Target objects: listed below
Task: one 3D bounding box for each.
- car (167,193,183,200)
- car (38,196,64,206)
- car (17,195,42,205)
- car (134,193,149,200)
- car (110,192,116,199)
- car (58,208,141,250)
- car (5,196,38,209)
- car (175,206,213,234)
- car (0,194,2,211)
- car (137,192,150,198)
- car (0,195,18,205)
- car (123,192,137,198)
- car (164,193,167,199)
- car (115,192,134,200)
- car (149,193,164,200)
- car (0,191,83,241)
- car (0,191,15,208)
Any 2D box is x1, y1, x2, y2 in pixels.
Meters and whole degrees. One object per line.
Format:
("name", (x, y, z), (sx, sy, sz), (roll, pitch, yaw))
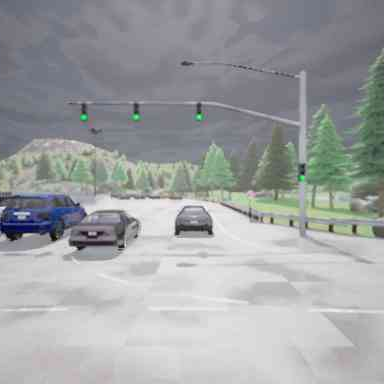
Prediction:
("car", (-3.454, 1.080, 71.741), (1.994, 1.385, 4.181), (0, 0, -18))
("car", (-21.070, 1.272, 49.858), (1.895, 1.301, 4.718), (0, 0, 0))
("car", (-24.588, 1.231, 50.436), (1.994, 1.385, 4.181), (0, 0, -3))
("car", (-11.751, 1.027, 74.878), (1.812, 1.442, 4.674), (0, 0, -22))
("car", (-18.890, 0.813, 82.857), (2.128, 1.511, 4.902), (0, 0, -30))
("car", (-3.403, 1.451, 13.865), (2.033, 1.411, 5.357), (0, 0, 0))
("car", (-21.011, 1.291, 41.230), (1.994, 1.385, 4.181), (0, 0, 0))
("car", (0.095, 1.437, 18.288), (1.994, 1.385, 4.181), (0, 0, 0))
("car", (-21.008, 1.134, 32.668), (2.097, 1.767, 4.553), (0, 0, 0))
("car", (-12.594, 0.818, 85.917), (1.994, 1.385, 4.181), (0, 0, -30))
("car", (-28.067, 1.235, 49.909), (1.994, 1.385, 4.181), (0, 0, -3))
("car", (-15.742, 0.816, 84.387), (2.033, 1.411, 5.357), (0, 0, -30))
("car", (-6.651, 0.943, 81.276), (1.882, 1.535, 5.008), (0, 0, -26))
("car", (-14.929, 1.037, 73.379), (2.128, 1.511, 4.902), (0, 0, -22))
("car", (-8.651, 1.083, 76.562), (1.895, 1.301, 4.718), (0, 0, -22))
("car", (-6.903, 1.109, 16.186), (2.150, 2.045, 5.566), (0, 0, 0))
("car", (-24.511, 0.948, 41.282), (2.150, 2.045, 5.566), (0, 0, 0))
